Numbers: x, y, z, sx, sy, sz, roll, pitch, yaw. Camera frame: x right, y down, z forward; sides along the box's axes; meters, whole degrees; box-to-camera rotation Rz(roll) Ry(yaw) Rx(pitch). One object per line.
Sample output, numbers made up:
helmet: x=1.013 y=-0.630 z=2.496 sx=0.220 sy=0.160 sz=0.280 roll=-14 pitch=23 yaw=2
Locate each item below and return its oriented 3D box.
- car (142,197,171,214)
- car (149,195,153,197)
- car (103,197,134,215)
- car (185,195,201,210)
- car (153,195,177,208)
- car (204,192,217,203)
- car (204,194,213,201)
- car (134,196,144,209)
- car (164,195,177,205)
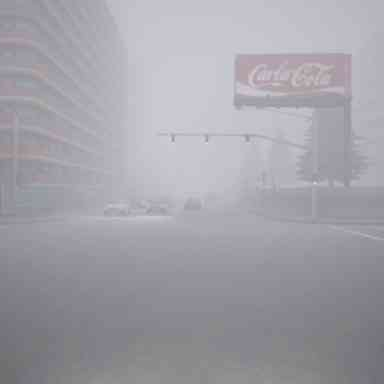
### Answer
car: x=-3.585 y=1.478 z=34.389 sx=1.895 sy=1.301 sz=4.718 roll=0 pitch=0 yaw=0
car: x=-7.016 y=1.263 z=59.930 sx=1.882 sy=1.535 sz=5.008 roll=0 pitch=0 yaw=0
car: x=-7.092 y=1.412 z=31.842 sx=1.812 sy=1.442 sz=4.674 roll=0 pitch=0 yaw=0
car: x=0.098 y=1.416 z=41.256 sx=1.994 sy=1.385 sz=4.181 roll=0 pitch=0 yaw=0
car: x=-3.572 y=1.192 z=44.588 sx=2.097 sy=1.767 sz=4.553 roll=0 pitch=0 yaw=0
car: x=3.496 y=0.997 z=62.579 sx=2.150 sy=2.045 sz=5.566 roll=0 pitch=0 yaw=0
car: x=3.495 y=1.212 z=72.213 sx=1.812 sy=1.442 sz=4.674 roll=0 pitch=0 yaw=0
car: x=-7.083 y=1.353 z=42.710 sx=1.837 sy=1.490 sz=4.892 roll=0 pitch=0 yaw=0
car: x=-3.552 y=1.303 z=55.737 sx=1.837 sy=1.490 sz=4.892 roll=0 pitch=1 yaw=0
